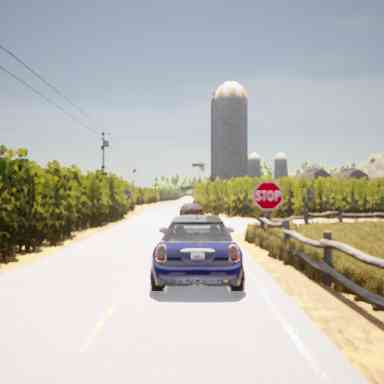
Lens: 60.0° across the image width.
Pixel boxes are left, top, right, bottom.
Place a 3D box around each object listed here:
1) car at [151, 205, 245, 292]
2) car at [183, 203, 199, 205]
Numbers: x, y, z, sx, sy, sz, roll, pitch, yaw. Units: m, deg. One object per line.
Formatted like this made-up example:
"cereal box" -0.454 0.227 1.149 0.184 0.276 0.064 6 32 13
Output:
"car" 0.130 1.409 9.252 2.097 1.767 4.553 0 0 0
"car" -0.101 1.649 27.617 1.882 1.535 5.008 0 0 -2
